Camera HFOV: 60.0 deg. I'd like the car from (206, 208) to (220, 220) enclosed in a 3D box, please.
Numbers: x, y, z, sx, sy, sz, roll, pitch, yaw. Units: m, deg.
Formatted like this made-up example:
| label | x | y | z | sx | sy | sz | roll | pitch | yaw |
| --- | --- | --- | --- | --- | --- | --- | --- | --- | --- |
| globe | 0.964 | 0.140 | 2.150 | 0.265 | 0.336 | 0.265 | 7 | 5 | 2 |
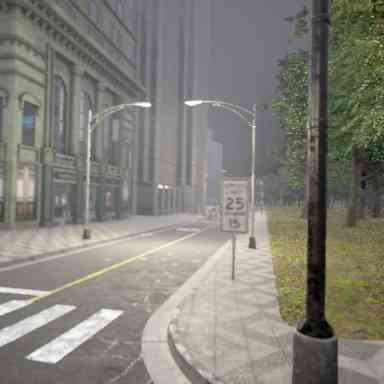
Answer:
| label | x | y | z | sx | sy | sz | roll | pitch | yaw |
| --- | --- | --- | --- | --- | --- | --- | --- | --- | --- |
| car | 3.418 | 3.142 | 48.000 | 2.097 | 1.767 | 4.553 | 1 | -2 | 12 |
